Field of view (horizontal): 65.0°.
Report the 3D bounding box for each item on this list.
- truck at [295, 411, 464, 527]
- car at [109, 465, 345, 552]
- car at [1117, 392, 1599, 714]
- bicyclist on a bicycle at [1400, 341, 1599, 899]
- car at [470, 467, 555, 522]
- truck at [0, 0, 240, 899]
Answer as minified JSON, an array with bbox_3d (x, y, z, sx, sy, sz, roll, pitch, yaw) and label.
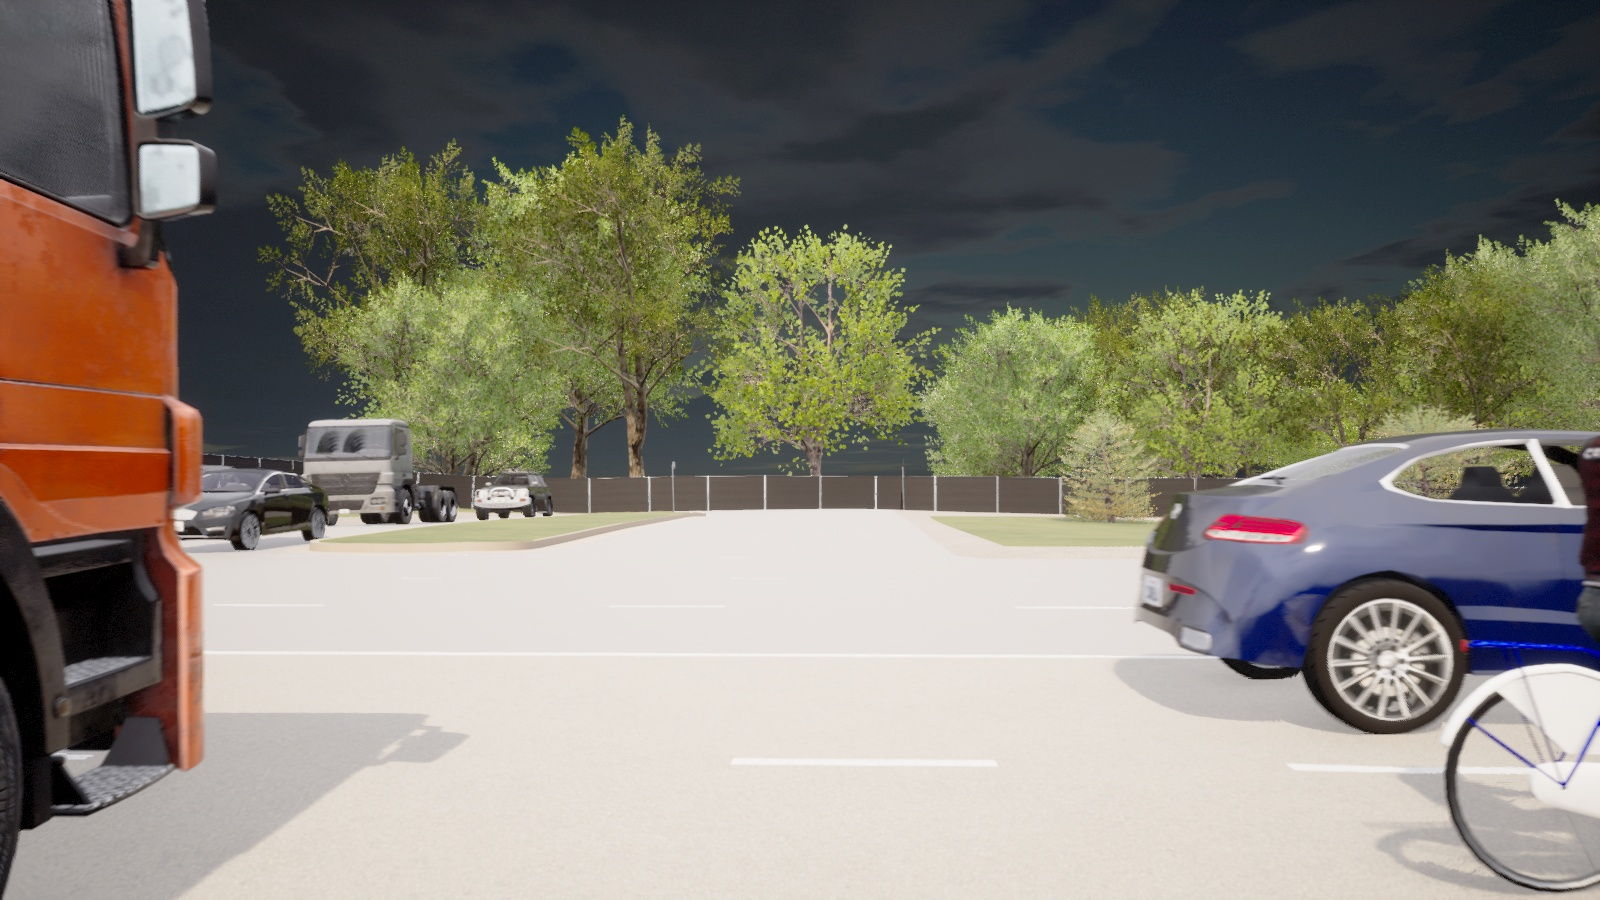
[{"bbox_3d":[-13.879,0.754,42.219,2.891,3.462,7.936,-1,-3,1],"label":"truck"},{"bbox_3d":[-10.812,1.060,24.191,2.128,1.511,4.902,0,-1,3],"label":"car"},{"bbox_3d":[4.667,0.553,7.511,5.027,1.651,2.152,0,-1,2],"label":"car"},{"bbox_3d":[3.035,0.563,4.047,1.843,1.776,0.659,-1,-1,1],"label":"bicyclist on a bicycle"},{"bbox_3d":[-10.291,1.613,45.324,1.932,1.855,4.605,-1,-2,1],"label":"car"},{"bbox_3d":[-3.533,-0.238,0.647,2.891,3.462,7.936,0,1,0],"label":"truck"}]
